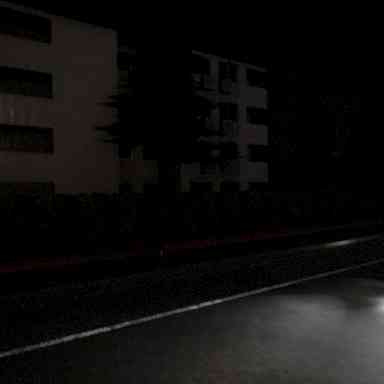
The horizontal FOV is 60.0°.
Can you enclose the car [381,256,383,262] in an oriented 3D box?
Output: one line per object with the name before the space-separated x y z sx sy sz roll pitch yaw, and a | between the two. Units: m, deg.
car | 6.845 1.396 8.361 4.718 1.301 1.895 -1 1 -33
